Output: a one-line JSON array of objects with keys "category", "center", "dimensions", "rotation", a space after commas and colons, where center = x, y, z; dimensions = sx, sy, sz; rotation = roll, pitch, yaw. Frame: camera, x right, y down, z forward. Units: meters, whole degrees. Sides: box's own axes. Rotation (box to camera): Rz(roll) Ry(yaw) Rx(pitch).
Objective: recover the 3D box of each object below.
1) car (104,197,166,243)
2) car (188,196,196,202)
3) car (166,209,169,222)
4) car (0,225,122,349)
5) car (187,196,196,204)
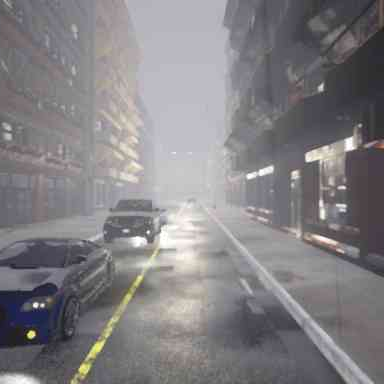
[{"category": "car", "center": [-2.754, 1.282, 16.644], "dimensions": [2.150, 2.045, 5.566], "rotation": [0, 0, 0]}, {"category": "car", "center": [-0.018, 1.698, 80.708], "dimensions": [1.812, 1.442, 4.674], "rotation": [0, 0, 0]}, {"category": "car", "center": [-2.756, 1.691, 24.843], "dimensions": [1.895, 1.301, 4.718], "rotation": [0, 0, 0]}, {"category": "car", "center": [-2.847, 1.586, 6.383], "dimensions": [1.994, 1.385, 4.181], "rotation": [0, 0, 0]}, {"category": "car", "center": [-0.016, 1.782, 70.285], "dimensions": [1.837, 1.490, 4.892], "rotation": [0, 0, 0]}]
